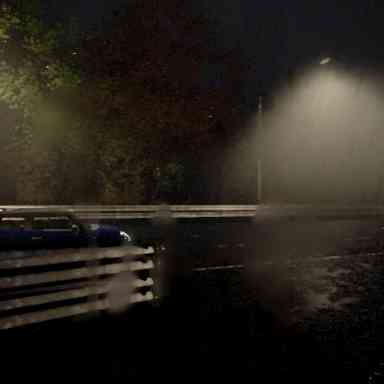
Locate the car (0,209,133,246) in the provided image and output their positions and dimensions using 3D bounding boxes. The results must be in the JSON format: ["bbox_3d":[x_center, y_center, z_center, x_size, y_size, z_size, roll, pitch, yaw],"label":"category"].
[{"bbox_3d":[-4.004,1.305,9.924,4.553,1.767,2.097,1,-1,-23],"label":"car"}]
